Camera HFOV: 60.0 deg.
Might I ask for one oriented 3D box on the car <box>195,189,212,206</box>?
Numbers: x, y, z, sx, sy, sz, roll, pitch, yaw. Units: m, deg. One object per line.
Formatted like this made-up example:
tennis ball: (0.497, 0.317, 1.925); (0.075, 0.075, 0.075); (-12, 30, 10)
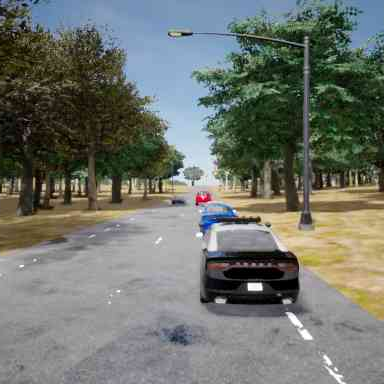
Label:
car: (1.617, 0.826, 46.160); (2.150, 2.045, 5.566); (0, 1, 3)

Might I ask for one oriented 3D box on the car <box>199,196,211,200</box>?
car: (1.669, 1.326, 24.292); (1.801, 1.575, 5.366); (0, 1, 3)

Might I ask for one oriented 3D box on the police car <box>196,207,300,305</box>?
police car: (1.128, 1.413, 8.295); (1.930, 1.638, 5.238); (0, 0, 1)

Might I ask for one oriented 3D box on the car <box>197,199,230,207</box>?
car: (1.406, 1.409, 18.123); (1.882, 1.535, 5.008); (0, 1, 2)

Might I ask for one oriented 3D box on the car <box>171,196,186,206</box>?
car: (-1.878, 1.199, 47.013); (1.895, 1.301, 4.718); (0, 1, 3)

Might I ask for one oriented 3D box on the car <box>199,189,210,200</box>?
car: (2.490, 0.497, 67.356); (2.150, 2.045, 5.566); (0, 1, 3)
